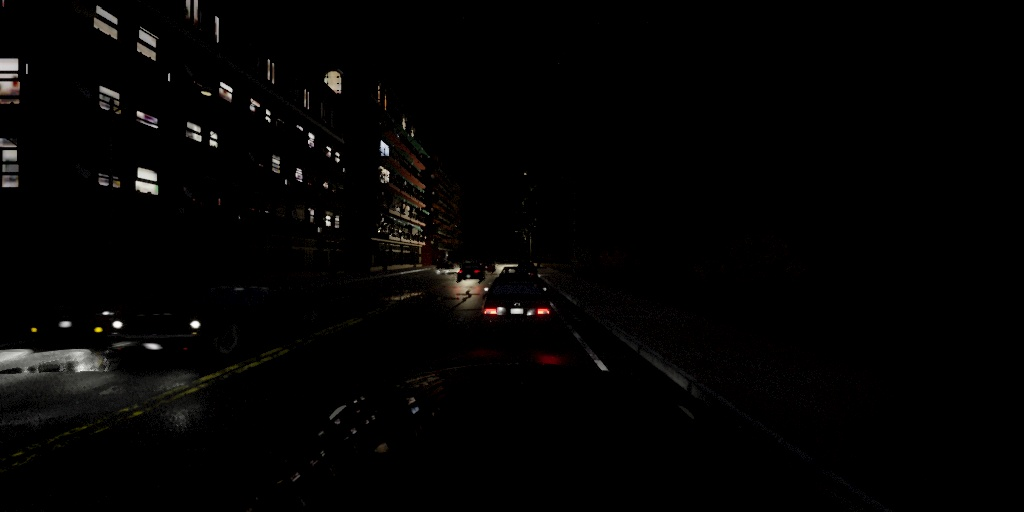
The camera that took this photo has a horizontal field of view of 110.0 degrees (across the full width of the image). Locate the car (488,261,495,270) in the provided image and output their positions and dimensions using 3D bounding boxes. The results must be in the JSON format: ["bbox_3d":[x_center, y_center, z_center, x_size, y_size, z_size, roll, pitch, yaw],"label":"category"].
[{"bbox_3d":[-3.121,1.316,45.230,1.994,1.385,4.181,0,0,0],"label":"car"}]

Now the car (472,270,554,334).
[{"bbox_3d":[0.107,1.299,10.626,2.033,1.411,5.357,0,0,0],"label":"car"}]

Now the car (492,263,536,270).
[{"bbox_3d":[0.112,1.300,20.987,2.033,1.411,5.357,0,0,0],"label":"car"}]

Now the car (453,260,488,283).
[{"bbox_3d":[-3.133,1.279,28.095,1.812,1.442,4.674,0,0,0],"label":"car"}]

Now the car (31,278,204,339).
[{"bbox_3d":[-9.844,1.315,9.890,1.994,1.385,4.181,0,0,0],"label":"car"}]

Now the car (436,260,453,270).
[{"bbox_3d":[-9.812,1.300,52.742,2.033,1.411,5.357,0,0,0],"label":"car"}]

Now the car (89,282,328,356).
[{"bbox_3d":[-6.595,1.352,8.789,1.895,1.301,4.718,0,0,0],"label":"car"}]

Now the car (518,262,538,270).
[{"bbox_3d":[1.157,1.259,30.755,1.837,1.490,4.892,0,0,0],"label":"car"}]
